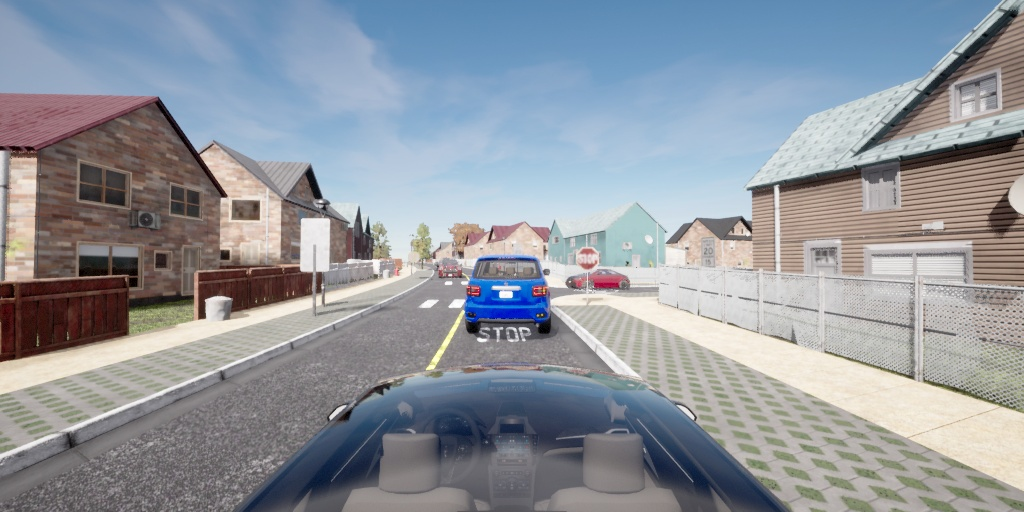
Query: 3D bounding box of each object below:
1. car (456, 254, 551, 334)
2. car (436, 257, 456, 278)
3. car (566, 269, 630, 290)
[{"bbox_3d":[-0.019,0.975,10.851,2.150,2.045,5.566,0,0,3],"label":"car"},{"bbox_3d":[-5.843,1.115,33.919,2.097,1.767,4.553,0,0,-10],"label":"car"},{"bbox_3d":[5.726,1.537,23.982,4.181,1.385,1.994,1,-2,-15],"label":"car"}]
